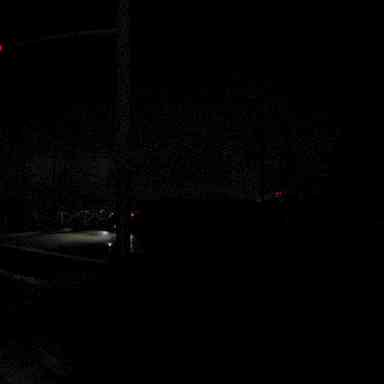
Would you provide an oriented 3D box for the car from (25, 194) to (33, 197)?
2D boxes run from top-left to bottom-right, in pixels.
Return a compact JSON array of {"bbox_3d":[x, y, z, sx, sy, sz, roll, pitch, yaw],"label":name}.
[{"bbox_3d":[-34.322,1.232,71.163,1.970,1.475,3.806,0,0,35],"label":"car"}]

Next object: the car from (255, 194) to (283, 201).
[{"bbox_3d":[8.450,1.221,37.024,2.150,2.045,5.566,0,0,35],"label":"car"}]

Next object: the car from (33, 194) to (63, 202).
[{"bbox_3d":[-28.897,1.153,67.720,2.152,1.636,5.027,0,0,35],"label":"car"}]

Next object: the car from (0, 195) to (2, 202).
[{"bbox_3d":[-41.384,1.298,67.525,2.007,1.523,4.514,0,0,35],"label":"car"}]

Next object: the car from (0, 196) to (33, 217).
[{"bbox_3d":[-15.785,1.339,26.883,2.007,1.523,4.514,0,0,35],"label":"car"}]

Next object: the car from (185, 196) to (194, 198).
[{"bbox_3d":[-0.753,1.374,48.140,1.845,1.501,3.633,0,0,35],"label":"car"}]

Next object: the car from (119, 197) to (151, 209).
[{"bbox_3d":[-7.473,1.384,43.804,1.970,1.475,3.806,0,0,35],"label":"car"}]

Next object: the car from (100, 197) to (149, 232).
[{"bbox_3d":[-3.022,1.352,20.539,2.097,1.767,4.553,0,0,35],"label":"car"}]

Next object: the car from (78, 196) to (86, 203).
[{"bbox_3d":[-18.453,1.077,60.329,1.905,1.878,3.866,0,0,35],"label":"car"}]

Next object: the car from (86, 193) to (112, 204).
[{"bbox_3d":[-15.843,1.097,58.987,1.932,1.855,4.605,0,0,35],"label":"car"}]
